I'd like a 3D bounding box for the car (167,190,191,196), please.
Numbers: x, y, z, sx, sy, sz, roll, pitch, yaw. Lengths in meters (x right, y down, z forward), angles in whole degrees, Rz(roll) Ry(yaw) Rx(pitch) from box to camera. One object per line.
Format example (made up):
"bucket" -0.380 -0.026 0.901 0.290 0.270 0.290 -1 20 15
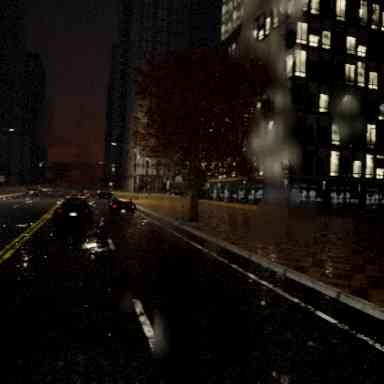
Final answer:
"car" -3.167 0.269 72.752 4.403 1.369 2.008 2 1 -19

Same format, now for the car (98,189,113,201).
"car" -12.042 0.373 46.197 1.882 1.535 5.008 2 1 -18

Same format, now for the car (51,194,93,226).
"car" -6.543 1.041 18.529 1.994 1.385 4.181 2 1 -18

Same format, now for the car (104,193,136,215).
"car" -5.620 1.029 26.209 1.895 1.301 4.718 2 1 -17

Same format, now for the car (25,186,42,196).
"car" -23.526 -0.183 49.600 2.128 1.511 4.902 2 1 -17

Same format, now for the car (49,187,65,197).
"car" -20.375 0.009 50.418 2.033 1.411 5.357 2 1 -17

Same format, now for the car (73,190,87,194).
"car" -12.688 0.515 37.622 2.033 1.411 5.357 2 1 -18

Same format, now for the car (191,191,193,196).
"car" -0.737 0.326 82.414 4.829 1.417 1.752 2 1 -19
